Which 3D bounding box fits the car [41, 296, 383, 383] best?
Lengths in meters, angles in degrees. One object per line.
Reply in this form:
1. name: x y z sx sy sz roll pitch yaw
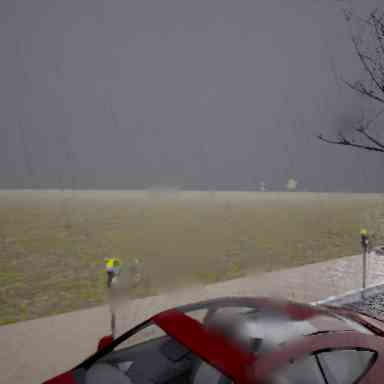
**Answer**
1. car: 0.162 1.568 2.394 4.206 1.307 1.802 0 1 -35
